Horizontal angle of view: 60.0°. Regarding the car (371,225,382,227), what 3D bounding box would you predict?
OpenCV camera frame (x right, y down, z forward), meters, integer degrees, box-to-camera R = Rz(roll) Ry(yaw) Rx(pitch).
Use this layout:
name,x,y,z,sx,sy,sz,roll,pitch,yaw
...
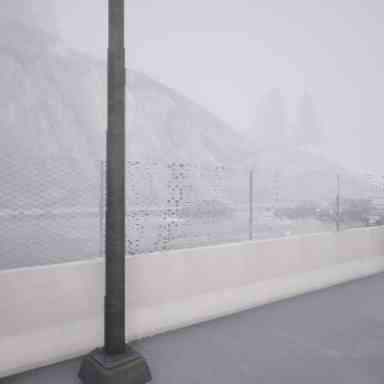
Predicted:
name,x,y,z,sx,sy,sz,roll,pitch,yaw
car,12.272,1.370,19.846,4.902,1.511,2.128,0,1,-29
